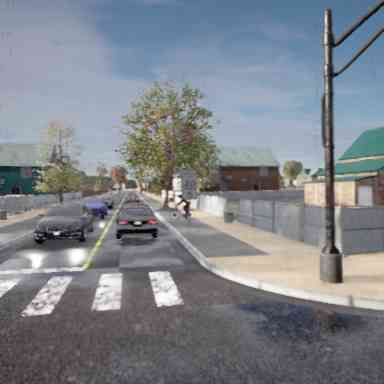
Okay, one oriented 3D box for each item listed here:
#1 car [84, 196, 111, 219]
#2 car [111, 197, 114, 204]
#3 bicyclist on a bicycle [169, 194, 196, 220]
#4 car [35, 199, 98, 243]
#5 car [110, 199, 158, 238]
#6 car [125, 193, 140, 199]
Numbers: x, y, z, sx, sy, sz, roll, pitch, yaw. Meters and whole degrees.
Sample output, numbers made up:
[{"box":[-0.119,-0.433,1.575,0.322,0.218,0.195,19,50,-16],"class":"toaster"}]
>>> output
[{"box":[-7.278,1.107,24.529,1.882,1.535,5.008,0,1,-10],"class":"car"},{"box":[-9.059,1.099,34.261,1.895,1.301,4.718,0,1,-10],"class":"car"},{"box":[-0.593,0.952,20.593,1.656,1.620,0.582,-1,1,-10],"class":"bicyclist on a bicycle"},{"box":[-5.488,1.264,14.795,1.837,1.490,4.892,0,1,-10],"class":"car"},{"box":[-2.668,1.276,15.967,2.033,1.411,5.357,0,1,-11],"class":"car"},{"box":[-7.969,0.889,44.588,2.033,1.411,5.357,0,1,-11],"class":"car"}]
